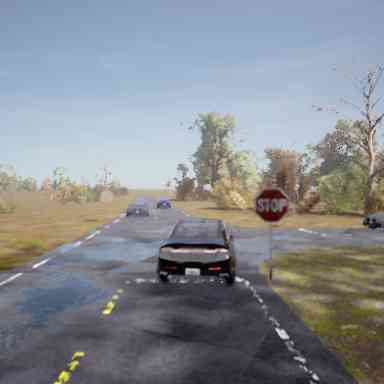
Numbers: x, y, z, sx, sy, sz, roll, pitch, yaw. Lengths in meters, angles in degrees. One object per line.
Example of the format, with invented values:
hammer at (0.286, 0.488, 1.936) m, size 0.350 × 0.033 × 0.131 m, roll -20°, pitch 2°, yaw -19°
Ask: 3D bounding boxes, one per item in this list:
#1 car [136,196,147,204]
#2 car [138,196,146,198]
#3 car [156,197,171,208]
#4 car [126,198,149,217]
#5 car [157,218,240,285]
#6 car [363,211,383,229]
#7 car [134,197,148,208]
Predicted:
car at (-9.781, 1.474, 64.531) m, size 2.128 × 1.511 × 4.902 m, roll 0°, pitch 0°, yaw -9°
car at (-6.109, 1.493, 39.711) m, size 1.812 × 1.442 × 4.674 m, roll 0°, pitch 0°, yaw -9°
car at (-4.098, 1.485, 47.799) m, size 1.812 × 1.442 × 4.674 m, roll 0°, pitch 0°, yaw -9°
car at (-5.026, 1.539, 31.132) m, size 1.994 × 1.385 × 4.181 m, roll 0°, pitch 0°, yaw -7°
car at (0.306, 1.486, 9.511) m, size 2.128 × 1.511 × 4.902 m, roll 0°, pitch 0°, yaw 7°
car at (12.404, 1.579, 19.664) m, size 4.181 × 1.385 × 1.994 m, roll 0°, pitch 0°, yaw -8°
car at (-7.560, 1.521, 49.464) m, size 1.994 × 1.385 × 4.181 m, roll 0°, pitch 0°, yaw -8°
